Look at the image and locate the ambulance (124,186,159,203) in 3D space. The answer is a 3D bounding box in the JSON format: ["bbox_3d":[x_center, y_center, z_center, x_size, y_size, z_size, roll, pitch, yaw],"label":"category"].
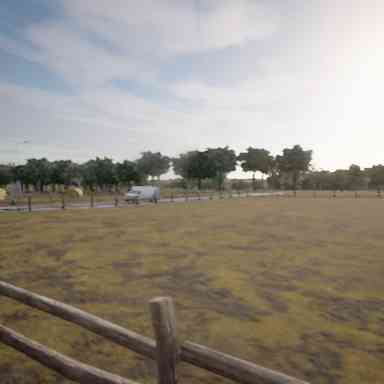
[{"bbox_3d":[-8.153,0.347,53.746,2.351,2.431,6.366,3,3,35],"label":"ambulance"}]
